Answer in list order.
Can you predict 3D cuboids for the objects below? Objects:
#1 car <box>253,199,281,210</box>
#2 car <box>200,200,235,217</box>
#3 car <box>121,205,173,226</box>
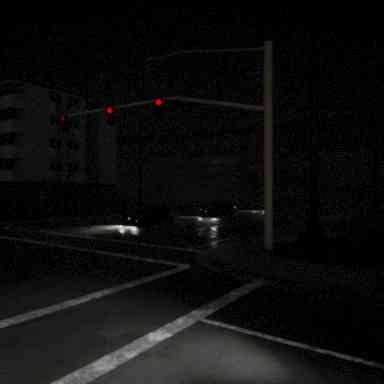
[{"bbox_3d":[9.779,1.614,43.020,1.812,1.442,4.674,0,0,43],"label":"car"},{"bbox_3d":[2.646,1.599,33.319,1.837,1.490,4.892,0,0,34],"label":"car"},{"bbox_3d":[-3.248,1.662,24.737,1.994,1.385,4.181,0,0,34],"label":"car"}]
